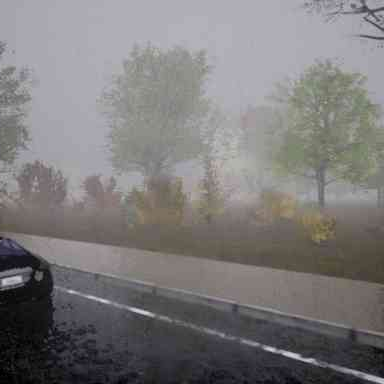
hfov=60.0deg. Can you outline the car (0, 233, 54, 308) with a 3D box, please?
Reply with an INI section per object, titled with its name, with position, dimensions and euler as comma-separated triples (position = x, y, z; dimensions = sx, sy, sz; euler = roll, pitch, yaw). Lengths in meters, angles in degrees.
[car]
position = -4.856, 1.560, 7.138
dimensions = 4.181, 1.385, 1.994
euler = 0, 0, 35
